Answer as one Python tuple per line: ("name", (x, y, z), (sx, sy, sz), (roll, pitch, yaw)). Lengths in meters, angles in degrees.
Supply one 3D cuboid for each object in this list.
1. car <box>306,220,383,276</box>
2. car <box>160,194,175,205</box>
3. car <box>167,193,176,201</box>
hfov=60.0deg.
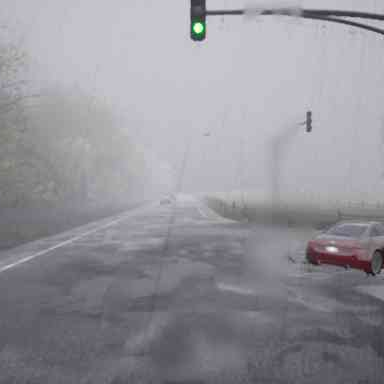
("car", (5.437, 1.590, 10.525), (4.181, 1.385, 1.994), (1, -1, -40))
("car", (-4.448, 1.453, 57.926), (1.812, 1.442, 4.674), (0, 0, -1))
("car", (-4.836, 1.131, 75.553), (2.150, 2.045, 5.566), (0, 0, -1))
